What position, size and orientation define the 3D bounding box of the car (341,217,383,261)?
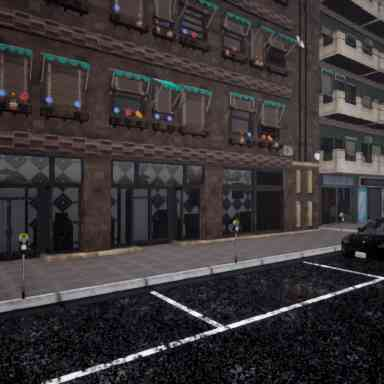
[{"bbox_3d":[6.976,1.565,11.518,4.313,1.339,1.947,0,0,-35],"label":"car"}]
